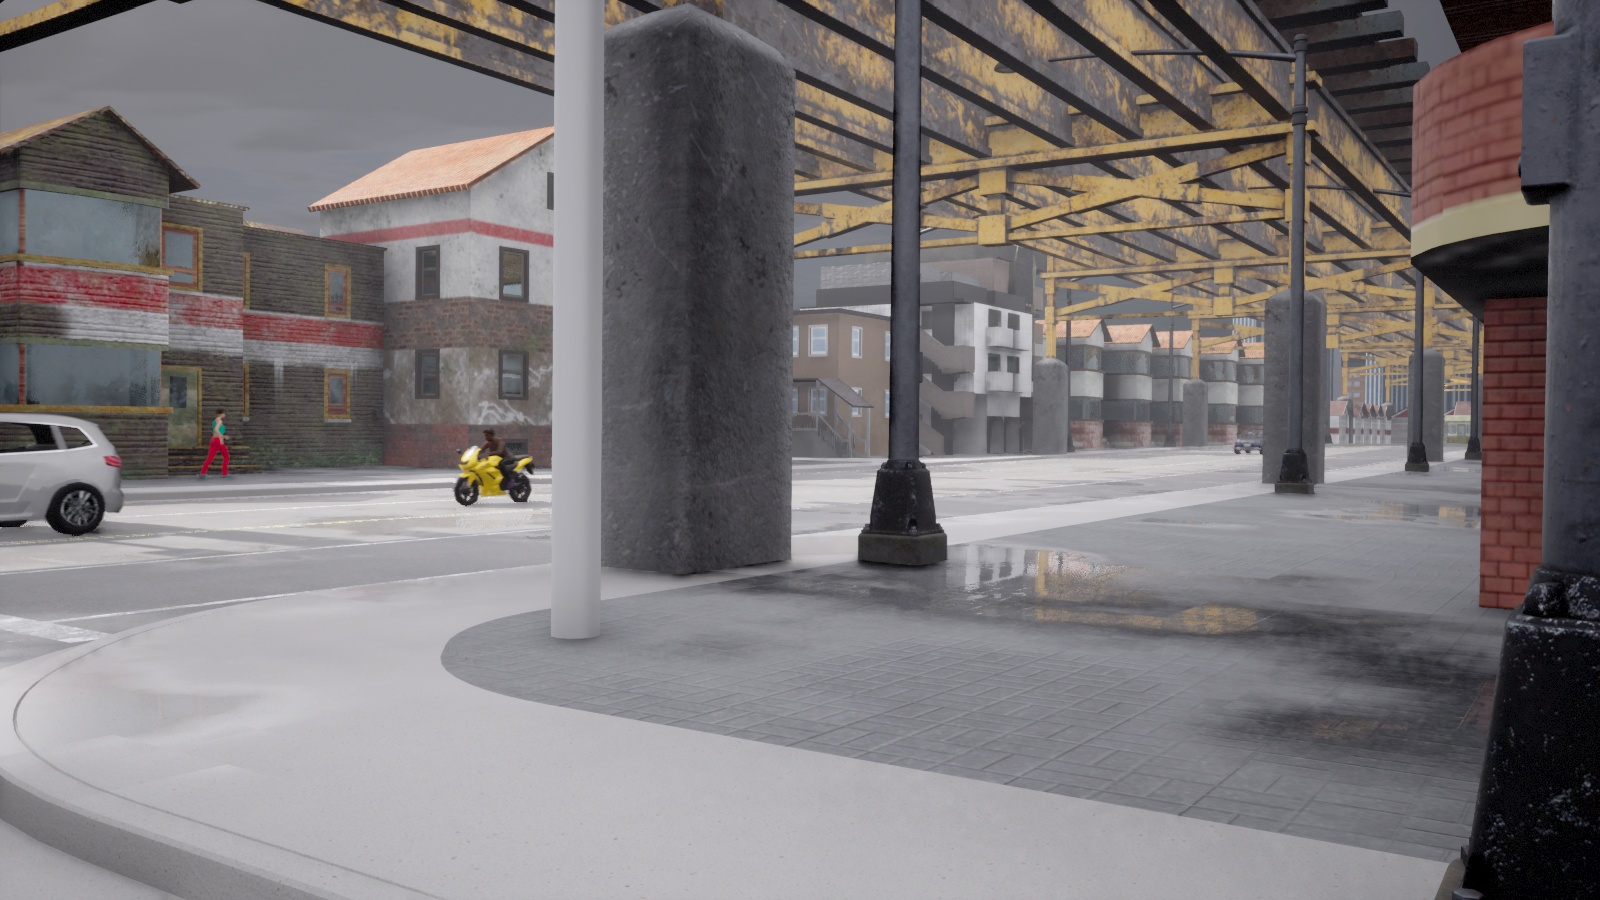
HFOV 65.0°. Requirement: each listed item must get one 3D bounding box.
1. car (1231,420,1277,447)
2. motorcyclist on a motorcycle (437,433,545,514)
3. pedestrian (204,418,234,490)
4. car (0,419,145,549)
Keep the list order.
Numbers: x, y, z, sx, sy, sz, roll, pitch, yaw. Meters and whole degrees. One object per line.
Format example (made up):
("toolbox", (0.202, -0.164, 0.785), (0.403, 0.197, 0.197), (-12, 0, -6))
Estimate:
("car", (27.234, -1.002, 75.250), (1.789, 1.549, 3.705), (0, 2, 33))
("motorcyclist on a motorcycle", (-6.032, 0.431, 24.660), (0.797, 1.523, 2.044), (0, 1, 33))
("pedestrian", (-14.853, 0.092, 32.101), (0.345, 1.836, 0.594), (0, 1, 38))
("car", (-11.462, 0.453, 16.403), (2.242, 1.667, 4.611), (0, 1, 33))
